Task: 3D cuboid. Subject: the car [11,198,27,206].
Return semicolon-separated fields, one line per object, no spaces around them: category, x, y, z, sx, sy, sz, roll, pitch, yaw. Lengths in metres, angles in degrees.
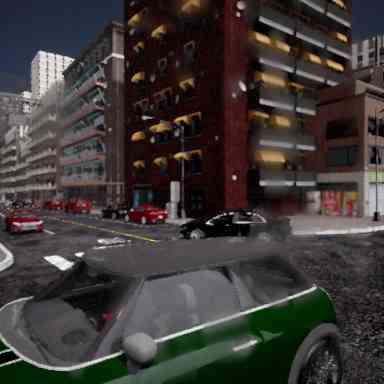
car;-29.233;1.960;56.270;1.882;1.535;5.008;-1;0;-36

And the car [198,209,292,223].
car;1.857;1.505;14.437;4.892;1.490;1.837;-1;3;20

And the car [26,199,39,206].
car;-26.560;2.037;56.979;1.802;1.307;4.206;-1;0;-36

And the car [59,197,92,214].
car;-13.278;1.558;38.629;2.192;1.841;5.009;-1;0;-36

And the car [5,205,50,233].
car;-10.268;1.733;20.253;1.802;1.307;4.206;-1;0;-36

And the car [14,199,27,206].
car;-36.627;2.143;70.877;1.752;1.417;4.829;-1;0;-36

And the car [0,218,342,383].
car;-0.569;1.354;3.286;4.553;1.767;2.097;0;0;-36

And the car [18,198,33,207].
car;-33.207;2.002;66.153;1.967;1.590;4.097;-1;0;-36

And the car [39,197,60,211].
car;-19.922;1.664;47.804;2.192;1.841;5.009;-1;0;-36

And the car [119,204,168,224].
car;-3.508;1.635;25.147;1.887;1.381;4.507;-1;0;-36

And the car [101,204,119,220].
car;-6.629;1.705;29.457;1.947;1.339;4.313;-1;0;-36
